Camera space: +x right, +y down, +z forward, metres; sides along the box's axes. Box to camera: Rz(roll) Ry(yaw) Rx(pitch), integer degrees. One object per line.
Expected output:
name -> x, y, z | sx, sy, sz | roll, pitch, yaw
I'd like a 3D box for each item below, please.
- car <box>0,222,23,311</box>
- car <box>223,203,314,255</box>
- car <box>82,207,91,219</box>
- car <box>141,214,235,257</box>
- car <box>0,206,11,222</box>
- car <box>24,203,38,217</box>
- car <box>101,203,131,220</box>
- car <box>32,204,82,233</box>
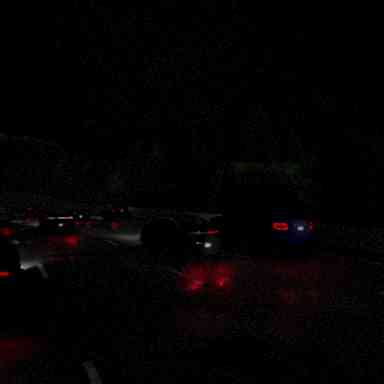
car -> -4.904, 1.615, 7.378 | 1.994, 1.385, 4.181 | 1, -1, -29
car -> 2.839, 1.508, 15.063 | 2.150, 2.045, 5.566 | 1, -1, -29
car -> -11.894, 2.139, 34.305 | 1.895, 1.301, 4.718 | 1, -2, -29
car -> -0.618, 1.716, 14.069 | 2.128, 1.511, 4.902 | 1, -1, -29
car -> -15.368, 1.841, 26.164 | 1.812, 1.442, 4.674 | 1, -2, -29
car -> -18.249, 2.049, 38.525 | 1.882, 1.535, 5.008 | 1, -2, -29
car -> -7.855, 1.930, 34.254 | 2.097, 1.767, 4.553 | 1, -1, -29
car -> -8.960, 1.777, 21.854 | 2.128, 1.511, 4.902 | 1, -1, -29
